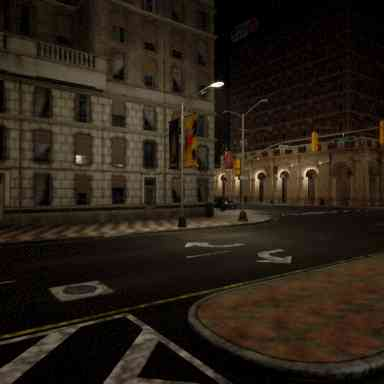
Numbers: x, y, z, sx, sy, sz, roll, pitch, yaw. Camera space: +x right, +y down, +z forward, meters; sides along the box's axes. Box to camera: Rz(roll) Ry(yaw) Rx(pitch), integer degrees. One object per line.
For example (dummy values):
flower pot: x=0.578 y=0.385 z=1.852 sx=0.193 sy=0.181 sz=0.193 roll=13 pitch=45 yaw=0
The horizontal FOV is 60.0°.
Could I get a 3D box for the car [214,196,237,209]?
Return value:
car: x=3.761 y=1.352 z=43.671 sx=2.097 sy=1.767 sz=4.553 roll=0 pitch=0 yaw=-36
